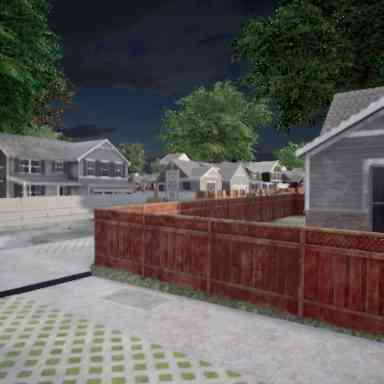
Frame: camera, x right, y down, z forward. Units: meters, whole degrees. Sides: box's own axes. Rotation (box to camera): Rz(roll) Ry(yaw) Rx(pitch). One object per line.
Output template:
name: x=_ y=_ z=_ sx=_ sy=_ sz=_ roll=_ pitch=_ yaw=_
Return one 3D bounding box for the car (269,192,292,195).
car: x=9.613 y=0.866 z=37.480 sx=2.033 sy=1.411 sz=5.357 roll=0 pitch=1 yaw=35

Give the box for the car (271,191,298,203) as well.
car: x=13.216 y=0.670 z=47.422 sx=2.033 sy=1.411 sz=5.357 roll=0 pitch=1 yaw=35
